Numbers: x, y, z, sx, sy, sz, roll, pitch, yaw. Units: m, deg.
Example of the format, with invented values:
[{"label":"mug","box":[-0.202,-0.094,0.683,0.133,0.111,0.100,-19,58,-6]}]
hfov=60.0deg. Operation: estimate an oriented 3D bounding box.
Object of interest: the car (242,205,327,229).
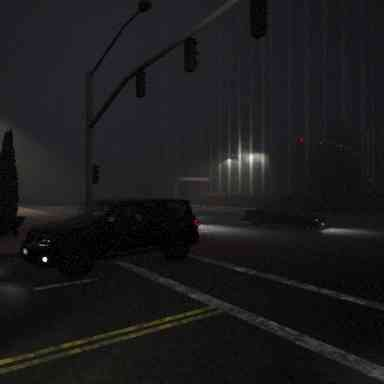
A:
[{"label":"car","box":[5.884,1.547,21.783,5.357,1.411,2.033,0,0,41]}]

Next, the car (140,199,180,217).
[{"label":"car","box":[-3.261,1.527,32.807,1.812,1.442,4.674,0,1,-36]}]

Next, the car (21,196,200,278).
[{"label":"car","box":[-2.275,1.221,10.589,5.566,2.045,2.150,0,1,-39]}]

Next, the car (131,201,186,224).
[{"label":"car","box":[-2.718,1.491,26.105,2.128,1.511,4.902,0,0,-36]}]

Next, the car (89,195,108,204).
[{"label":"car","box":[-18.643,1.478,66.247,1.882,1.535,5.008,0,0,-36]}]

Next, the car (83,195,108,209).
[{"label":"car","box":[-13.783,1.352,47.329,2.097,1.767,4.553,0,0,-36]}]

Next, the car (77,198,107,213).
[{"label":"car","box":[-11.644,1.504,38.402,1.837,1.490,4.892,0,0,-36]}]

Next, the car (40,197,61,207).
[{"label":"car","box":[-23.165,1.568,54.434,2.033,1.411,5.357,0,0,-36]}]
